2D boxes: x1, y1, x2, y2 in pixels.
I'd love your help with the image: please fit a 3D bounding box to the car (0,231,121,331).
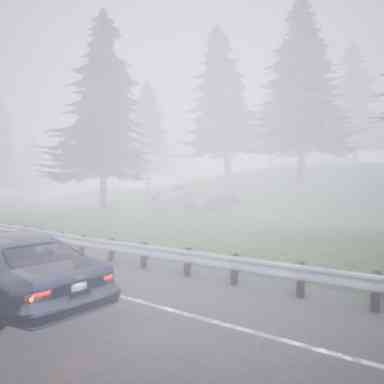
[{"bbox_3d":[-3.784,1.530,6.750,5.357,1.411,2.033,0,0,37],"label":"car"}]
